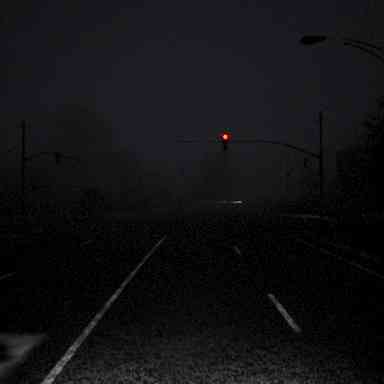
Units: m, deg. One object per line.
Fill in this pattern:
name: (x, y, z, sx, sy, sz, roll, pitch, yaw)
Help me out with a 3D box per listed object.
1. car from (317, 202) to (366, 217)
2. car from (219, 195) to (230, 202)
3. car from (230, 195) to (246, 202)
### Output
car: (16.164, 1.924, 36.122, 5.008, 1.535, 1.882, -2, -1, 3)
car: (7.618, 1.382, 76.130, 1.837, 1.490, 4.892, 0, 2, 25)
car: (10.584, 1.430, 74.228, 1.994, 1.385, 4.181, 0, 2, 25)
